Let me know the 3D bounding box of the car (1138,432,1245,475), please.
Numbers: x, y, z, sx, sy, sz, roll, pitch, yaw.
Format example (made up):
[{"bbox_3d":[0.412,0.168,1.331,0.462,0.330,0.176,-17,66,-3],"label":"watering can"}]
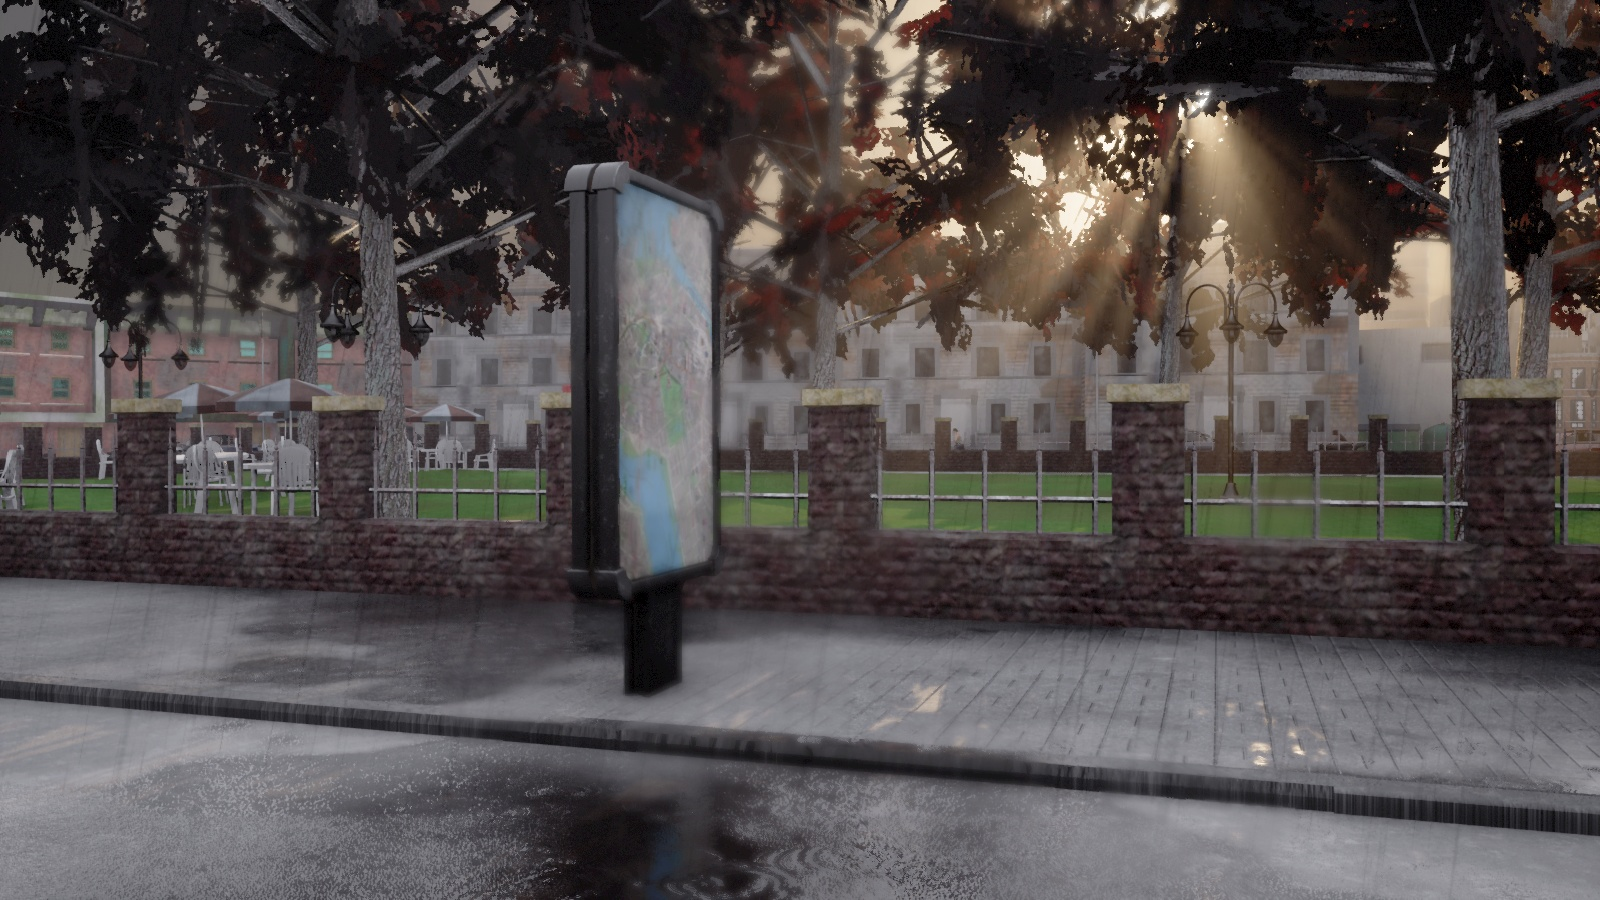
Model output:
[{"bbox_3d":[14.533,0.114,46.593,3.705,1.549,1.789,0,1,18],"label":"car"}]

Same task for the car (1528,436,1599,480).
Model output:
[{"bbox_3d":[27.186,0.263,42.391,4.193,1.474,1.816,1,1,18],"label":"car"}]

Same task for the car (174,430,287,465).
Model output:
[{"bbox_3d":[-25.237,-0.146,55.765,1.816,1.474,4.193,1,1,37],"label":"car"}]

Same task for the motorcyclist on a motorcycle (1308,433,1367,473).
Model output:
[{"bbox_3d":[20.841,0.107,48.714,2.044,1.523,0.797,1,1,18],"label":"motorcyclist on a motorcycle"}]

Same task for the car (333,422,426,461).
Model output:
[{"bbox_3d":[-20.683,-0.444,61.850,3.866,1.878,1.905,0,1,5],"label":"car"}]
